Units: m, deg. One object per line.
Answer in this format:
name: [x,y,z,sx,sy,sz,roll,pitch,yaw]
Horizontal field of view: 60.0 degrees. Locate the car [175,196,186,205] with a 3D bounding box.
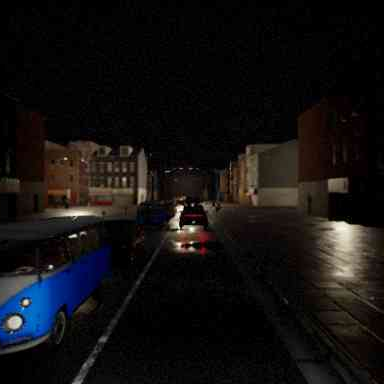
car: [-2.631,1.936,75.816,2.192,1.841,5.009,0,-1,0]

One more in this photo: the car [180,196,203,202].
car: [0.106,1.514,38.070,2.150,2.045,5.566,0,-1,0]

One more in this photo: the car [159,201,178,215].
car: [-2.636,1.844,38.552,1.887,1.381,4.507,0,0,0]

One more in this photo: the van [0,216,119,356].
van: [-2.643,1.386,5.952,1.690,1.788,3.998,0,0,0]

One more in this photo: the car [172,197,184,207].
car: [-2.633,1.839,64.963,2.192,1.841,5.009,0,-1,0]

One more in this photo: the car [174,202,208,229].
car: [0.101,1.666,22.860,2.128,1.511,4.902,0,0,0]

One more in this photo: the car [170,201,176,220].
car: [-2.638,1.756,27.685,1.887,1.381,4.507,0,0,0]

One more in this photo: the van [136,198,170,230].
van: [-2.640,1.510,22.253,1.690,1.788,3.998,0,0,0]

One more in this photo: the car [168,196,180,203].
car: [-2.638,1.570,33.120,2.192,1.841,5.009,0,0,0]

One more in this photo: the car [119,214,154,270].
car: [-2.640,1.652,11.384,1.947,1.339,4.313,0,0,0]
